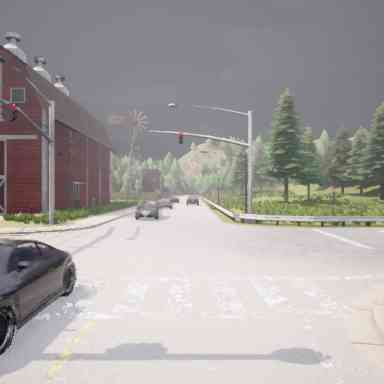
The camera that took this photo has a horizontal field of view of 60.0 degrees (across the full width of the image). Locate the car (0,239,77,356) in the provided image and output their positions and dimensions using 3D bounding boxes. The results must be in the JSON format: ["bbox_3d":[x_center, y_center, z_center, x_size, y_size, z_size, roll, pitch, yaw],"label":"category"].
[{"bbox_3d":[-3.587,1.558,5.806,1.994,1.385,4.181,0,0,0],"label":"car"}]

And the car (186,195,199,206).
[{"bbox_3d":[0.112,1.352,55.632,2.097,1.767,4.553,0,0,0],"label":"car"}]

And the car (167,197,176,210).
[{"bbox_3d":[-3.499,1.526,43.328,1.812,1.442,4.674,0,0,0],"label":"car"}]

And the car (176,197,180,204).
[{"bbox_3d":[-3.369,1.600,65.432,1.895,1.301,4.718,0,0,0],"label":"car"}]

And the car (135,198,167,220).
[{"bbox_3d":[-3.544,1.492,27.786,2.128,1.511,4.902,0,0,0],"label":"car"}]
